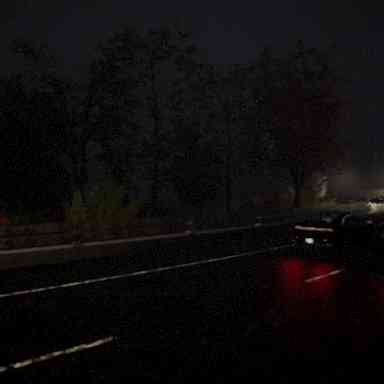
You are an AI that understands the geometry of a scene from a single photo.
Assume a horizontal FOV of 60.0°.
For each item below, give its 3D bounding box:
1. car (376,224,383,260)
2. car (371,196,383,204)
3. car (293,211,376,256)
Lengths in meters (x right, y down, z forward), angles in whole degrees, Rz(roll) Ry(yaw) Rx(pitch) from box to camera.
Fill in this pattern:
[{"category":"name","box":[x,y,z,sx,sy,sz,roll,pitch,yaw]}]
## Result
[{"category":"car","box":[7.860,1.369,10.502,4.553,1.767,2.097,0,0,-42]},{"category":"car","box":[37.027,1.622,65.716,2.128,1.511,4.902,0,0,12]},{"category":"car","box":[5.976,1.523,13.508,4.902,1.511,2.128,0,0,-43]}]
